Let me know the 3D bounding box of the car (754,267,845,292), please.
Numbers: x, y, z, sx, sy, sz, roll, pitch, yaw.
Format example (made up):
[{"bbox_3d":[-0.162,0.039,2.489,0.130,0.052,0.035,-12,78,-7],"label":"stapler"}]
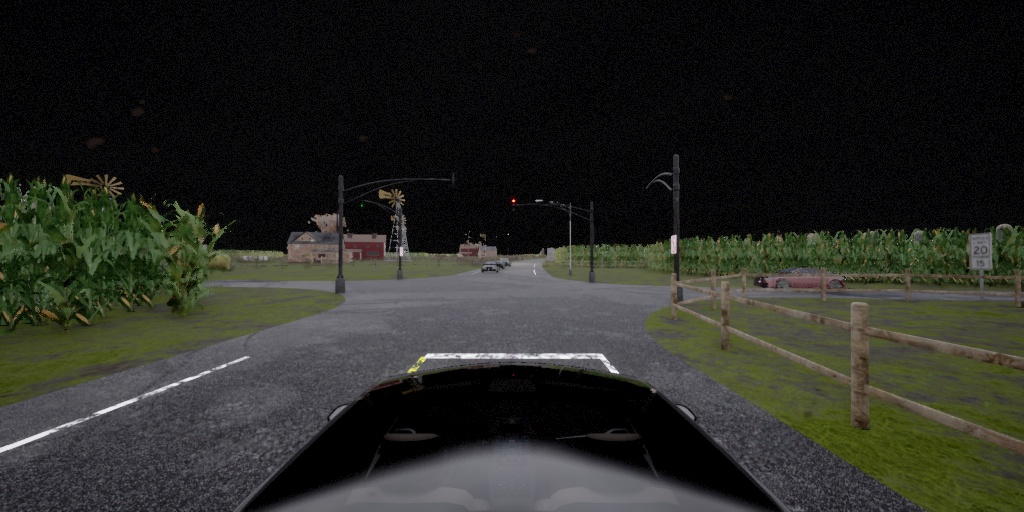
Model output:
[{"bbox_3d":[16.899,1.359,21.264,4.181,1.385,1.994,0,-1,10],"label":"car"}]

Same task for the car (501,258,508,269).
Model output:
[{"bbox_3d":[-2.056,1.340,53.794,1.895,1.301,4.718,0,0,3],"label":"car"}]

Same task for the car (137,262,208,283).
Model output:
[{"bbox_3d":[-24.172,1.195,25.400,4.902,1.511,2.128,0,-1,10],"label":"car"}]

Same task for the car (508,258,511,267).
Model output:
[{"bbox_3d":[-1.322,1.082,64.928,2.097,1.767,4.553,0,0,4],"label":"car"}]

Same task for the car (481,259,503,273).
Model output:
[{"bbox_3d":[-2.571,1.309,43.794,1.994,1.385,4.181,0,0,3],"label":"car"}]
